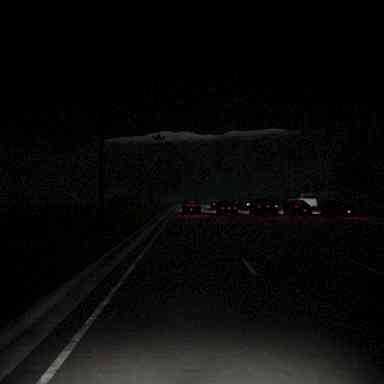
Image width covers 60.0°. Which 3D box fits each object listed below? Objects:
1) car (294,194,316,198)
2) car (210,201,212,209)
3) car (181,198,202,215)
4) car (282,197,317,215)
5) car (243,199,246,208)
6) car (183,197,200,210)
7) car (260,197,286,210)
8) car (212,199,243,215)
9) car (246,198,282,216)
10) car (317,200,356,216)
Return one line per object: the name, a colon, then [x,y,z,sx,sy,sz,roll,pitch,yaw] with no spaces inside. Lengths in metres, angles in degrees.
car: [13.915,1.221,41.937,2.150,2.045,5.566,0,0,0]
car: [3.399,1.600,44.067,1.895,1.301,4.718,0,0,0]
car: [-0.048,1.491,34.527,2.128,1.511,4.902,0,0,0]
car: [10.458,1.525,33.114,1.812,1.442,4.674,0,0,0]
car: [6.908,1.547,42.930,2.033,1.411,5.357,0,0,0]
car: [-0.097,1.491,44.030,2.128,1.511,4.902,0,0,0]
car: [10.404,1.491,43.146,2.128,1.511,4.902,0,0,0]
car: [3.454,1.547,33.570,2.033,1.411,5.357,0,0,0]
car: [6.959,1.352,32.673,2.097,1.767,4.553,0,0,0]
car: [13.964,1.504,32.018,1.837,1.490,4.892,0,0,0]
